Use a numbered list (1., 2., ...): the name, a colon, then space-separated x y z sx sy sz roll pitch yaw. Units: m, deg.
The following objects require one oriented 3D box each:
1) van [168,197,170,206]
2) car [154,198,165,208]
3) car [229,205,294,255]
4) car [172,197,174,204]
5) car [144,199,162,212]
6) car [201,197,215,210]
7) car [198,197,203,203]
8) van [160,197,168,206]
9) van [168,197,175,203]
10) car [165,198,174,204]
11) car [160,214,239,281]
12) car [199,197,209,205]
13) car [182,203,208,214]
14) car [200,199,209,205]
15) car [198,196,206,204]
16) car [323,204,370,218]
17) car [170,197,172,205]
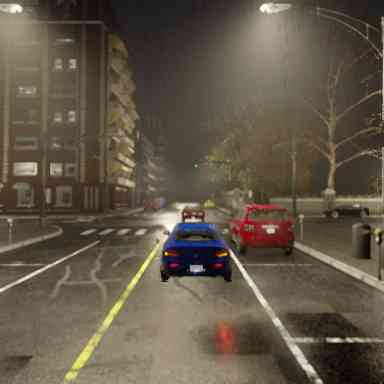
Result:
1. van: -5.657 1.911 62.935 1.690 1.788 3.998 1 -1 0
2. car: -5.664 2.049 51.856 1.802 1.307 4.206 1 -1 0
3. car: 2.711 1.437 13.822 2.192 1.841 5.009 1 -1 0
4. car: -5.658 2.225 74.011 2.008 1.369 4.403 1 -1 0
5. car: -5.665 1.998 46.319 1.802 1.307 4.206 1 -1 0
6. car: 2.717 1.994 52.019 1.752 1.417 4.829 1 -1 0
7. car: 2.721 2.172 68.461 2.008 1.369 4.403 1 -1 0
8. van: -5.658 1.859 57.397 1.690 1.788 3.998 1 -1 0
9. van: -5.650 2.174 90.627 1.690 1.788 3.998 1 -1 0
10. car: -5.656 2.330 85.087 2.008 1.369 4.403 1 -1 0
11. car: 0.105 1.614 9.976 1.812 1.442 4.674 0 0 0
12. car: 2.727 2.041 79.540 2.192 1.841 5.009 1 -1 0
13. car: 0.099 1.852 28.783 1.895 1.301 4.718 0 -2 0
14. car: 2.721 2.239 74.000 1.947 1.339 4.313 1 -1 0
15. car: 2.730 2.147 90.615 2.192 1.841 5.009 1 -1 0
16. car: 15.221 1.881 32.848 4.313 1.339 1.947 0 -1 1
17. car: -5.660 2.204 68.472 1.802 1.307 4.206 1 -1 0
